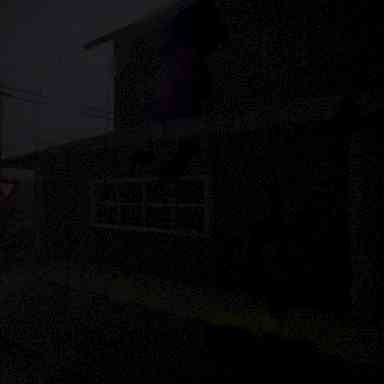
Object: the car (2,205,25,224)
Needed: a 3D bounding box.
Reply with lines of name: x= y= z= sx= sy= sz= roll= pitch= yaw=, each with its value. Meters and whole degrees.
car: x=-14.673 y=1.656 z=23.744 sx=1.882 sy=1.535 sz=5.008 roll=0 pitch=0 yaw=37
